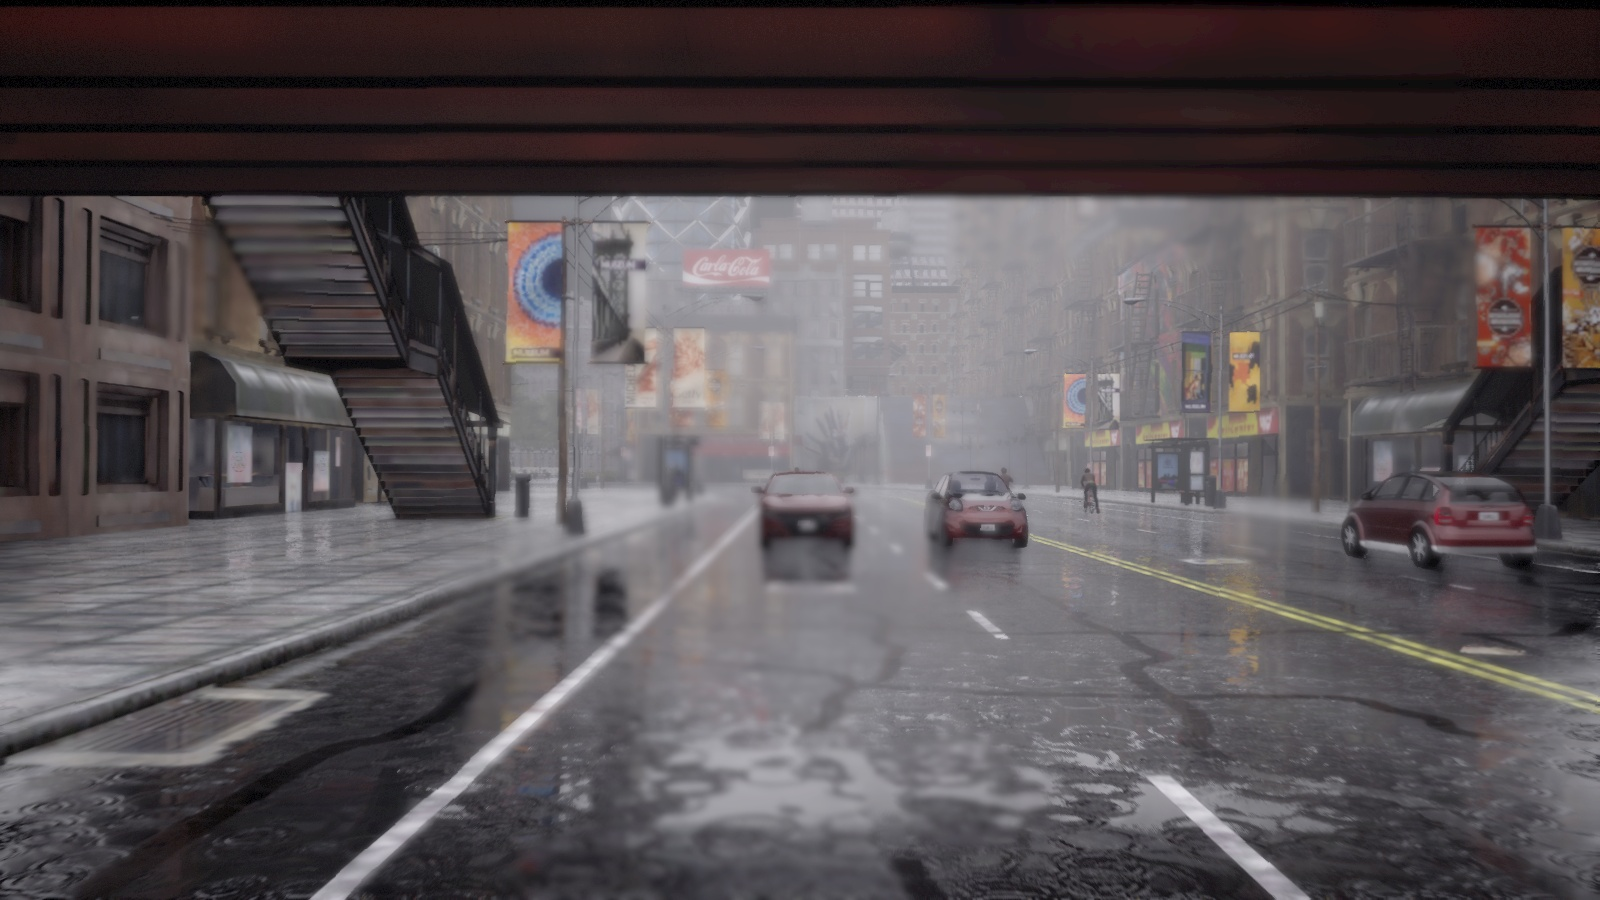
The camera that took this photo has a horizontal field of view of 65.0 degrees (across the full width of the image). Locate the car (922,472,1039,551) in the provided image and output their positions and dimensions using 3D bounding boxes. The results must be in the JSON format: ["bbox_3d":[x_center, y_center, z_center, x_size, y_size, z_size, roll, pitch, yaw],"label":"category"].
[{"bbox_3d":[3.613,1.202,25.710,1.845,1.501,3.633,0,-1,-1],"label":"car"}]

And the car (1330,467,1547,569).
[{"bbox_3d":[10.661,1.073,21.277,1.789,1.549,3.705,0,-1,0],"label":"car"}]

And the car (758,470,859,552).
[{"bbox_3d":[0.137,1.183,26.012,1.882,1.535,5.008,0,-1,-1],"label":"car"}]
